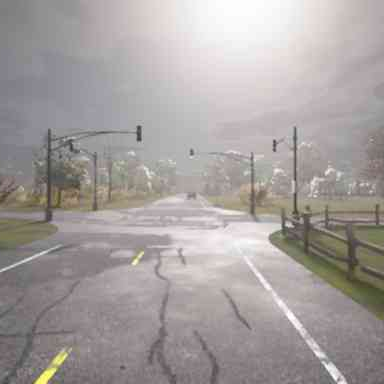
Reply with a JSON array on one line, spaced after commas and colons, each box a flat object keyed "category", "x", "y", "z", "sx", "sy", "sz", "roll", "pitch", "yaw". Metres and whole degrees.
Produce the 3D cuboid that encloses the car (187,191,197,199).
[{"category": "car", "x": -0.022, "y": 0.670, "z": 77.179, "sx": 2.150, "sy": 2.045, "sz": 5.566, "roll": 0, "pitch": 0, "yaw": 0}]
